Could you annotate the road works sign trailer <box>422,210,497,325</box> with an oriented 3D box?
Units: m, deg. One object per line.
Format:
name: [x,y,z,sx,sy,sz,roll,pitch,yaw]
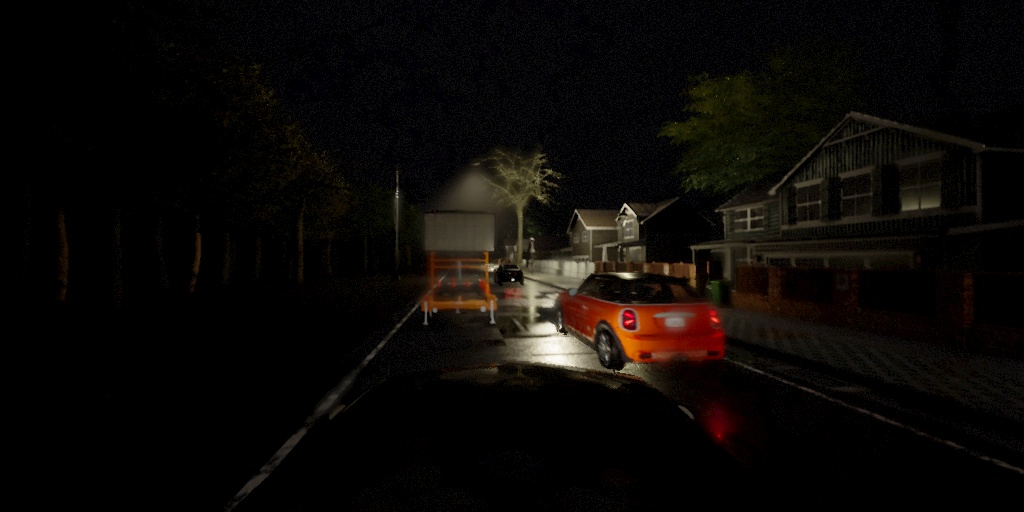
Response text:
road works sign trailer: [-1.776,0.267,12.203,2.380,3.560,2.880,0,0,-8]

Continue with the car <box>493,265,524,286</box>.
car: [-0.284,1.400,27.351,1.837,1.490,4.892,0,0,-8]

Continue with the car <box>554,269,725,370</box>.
car: [2.440,1.143,8.111,2.097,1.767,4.553,0,0,-8]
